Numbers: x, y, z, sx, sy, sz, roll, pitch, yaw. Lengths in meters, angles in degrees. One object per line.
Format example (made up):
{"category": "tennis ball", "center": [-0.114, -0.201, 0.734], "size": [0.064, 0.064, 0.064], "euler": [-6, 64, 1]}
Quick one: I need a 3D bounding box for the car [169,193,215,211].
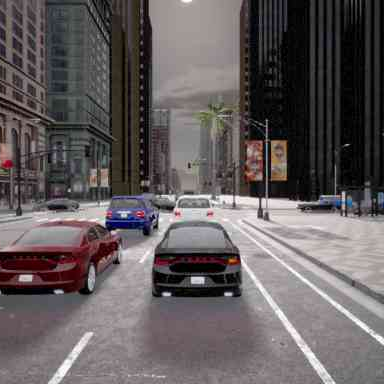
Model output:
{"category": "car", "center": [0.091, 1.221, 18.568], "size": [2.150, 2.045, 5.566], "euler": [0, 0, 0]}

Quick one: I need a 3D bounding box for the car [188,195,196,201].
{"category": "car", "center": [-0.046, 1.505, 83.234], "size": [1.837, 1.490, 4.892], "euler": [0, 0, 0]}

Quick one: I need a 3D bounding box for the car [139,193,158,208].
{"category": "car", "center": [-6.626, 1.221, 50.836], "size": [2.150, 2.045, 5.566], "euler": [0, 0, 0]}

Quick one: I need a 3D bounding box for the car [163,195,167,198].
{"category": "car", "center": [-6.584, 1.604, 64.564], "size": [1.895, 1.301, 4.718], "euler": [0, 0, 0]}

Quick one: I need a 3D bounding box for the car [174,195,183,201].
{"category": "car", "center": [-3.295, 1.496, 81.639], "size": [1.837, 1.490, 4.892], "euler": [0, 0, 0]}

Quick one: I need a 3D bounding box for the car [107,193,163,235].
{"category": "car", "center": [-3.189, 1.221, 18.626], "size": [2.150, 2.045, 5.566], "euler": [0, 0, 2]}

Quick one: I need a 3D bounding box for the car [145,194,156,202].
{"category": "car", "center": [-9.794, 1.360, 78.561], "size": [2.097, 1.767, 4.553], "euler": [0, 0, 0]}

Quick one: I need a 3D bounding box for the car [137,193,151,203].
{"category": "car", "center": [-9.792, 1.227, 68.396], "size": [2.150, 2.045, 5.566], "euler": [0, 0, 0]}

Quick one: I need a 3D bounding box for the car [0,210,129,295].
{"category": "car", "center": [-3.155, 1.477, 8.761], "size": [1.882, 1.535, 5.008], "euler": [0, 0, 0]}

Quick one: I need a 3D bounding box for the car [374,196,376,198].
{"category": "car", "center": [23.982, 1.198, 37.136], "size": [5.566, 2.045, 2.150], "euler": [0, 0, 0]}

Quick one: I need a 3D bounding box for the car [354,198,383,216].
{"category": "car", "center": [17.053, 1.549, 31.272], "size": [4.403, 1.369, 2.008], "euler": [0, 0, 0]}

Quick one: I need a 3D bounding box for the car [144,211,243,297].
{"category": "car", "center": [0.094, 1.477, 8.608], "size": [1.882, 1.535, 5.008], "euler": [0, 0, 0]}

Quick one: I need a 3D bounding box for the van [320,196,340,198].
{"category": "van", "center": [17.044, 1.315, 39.796], "size": [3.998, 1.788, 1.690], "euler": [0, 0, 0]}

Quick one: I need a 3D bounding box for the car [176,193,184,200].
{"category": "car", "center": [-3.300, 1.194, 92.029], "size": [2.097, 1.767, 4.553], "euler": [0, 0, 0]}

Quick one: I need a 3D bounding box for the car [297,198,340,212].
{"category": "car", "center": [14.224, 1.584, 37.133], "size": [4.718, 1.301, 1.895], "euler": [0, 0, 0]}

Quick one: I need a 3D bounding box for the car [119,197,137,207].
{"category": "car", "center": [-9.872, 1.527, 51.381], "size": [1.812, 1.442, 4.674], "euler": [0, 0, 0]}

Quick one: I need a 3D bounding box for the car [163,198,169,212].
{"category": "car", "center": [-1.589, 1.601, 36.736], "size": [4.718, 1.301, 1.895], "euler": [0, 0, 40]}

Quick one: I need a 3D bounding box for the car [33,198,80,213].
{"category": "car", "center": [-15.292, 1.494, 37.789], "size": [4.902, 1.511, 2.128], "euler": [0, 1, -28]}
